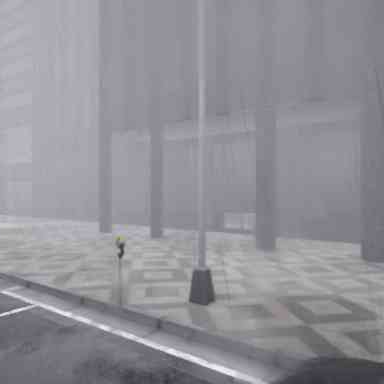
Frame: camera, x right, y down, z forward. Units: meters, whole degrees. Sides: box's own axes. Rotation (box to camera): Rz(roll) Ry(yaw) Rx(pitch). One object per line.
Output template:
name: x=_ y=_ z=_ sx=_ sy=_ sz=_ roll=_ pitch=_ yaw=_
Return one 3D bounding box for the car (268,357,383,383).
car: x=2.200 y=1.566 z=1.394 sx=4.313 sy=1.339 sz=1.947 roll=0 pitch=0 yaw=35
